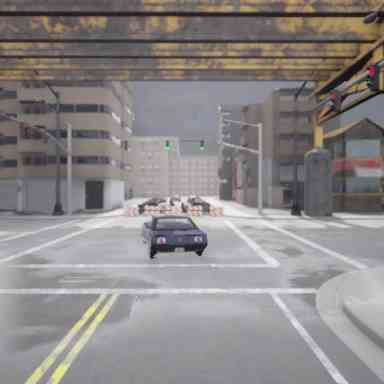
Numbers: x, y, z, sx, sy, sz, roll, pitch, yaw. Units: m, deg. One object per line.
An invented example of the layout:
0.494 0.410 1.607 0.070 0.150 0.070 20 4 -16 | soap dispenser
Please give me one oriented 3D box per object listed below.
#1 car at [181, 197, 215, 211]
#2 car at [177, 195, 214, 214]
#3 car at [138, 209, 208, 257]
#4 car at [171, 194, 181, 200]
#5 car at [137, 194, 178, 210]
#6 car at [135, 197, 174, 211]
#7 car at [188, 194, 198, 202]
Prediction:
0.497 1.157 32.752 1.853 1.218 4.536 0 0 -20 | car
0.515 1.315 32.704 2.038 1.542 4.974 0 0 -20 | car
-0.881 1.547 12.750 1.895 1.301 4.718 0 0 -13 | car
-3.285 1.010 67.873 1.853 1.218 4.536 0 0 0 | car
-3.645 1.314 33.011 2.038 1.542 4.974 0 0 25 | car
-3.624 1.156 33.058 1.853 1.218 4.536 0 0 25 | car
0.146 1.046 59.351 1.853 1.218 4.536 0 0 0 | car
